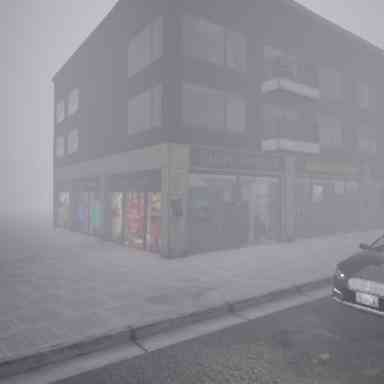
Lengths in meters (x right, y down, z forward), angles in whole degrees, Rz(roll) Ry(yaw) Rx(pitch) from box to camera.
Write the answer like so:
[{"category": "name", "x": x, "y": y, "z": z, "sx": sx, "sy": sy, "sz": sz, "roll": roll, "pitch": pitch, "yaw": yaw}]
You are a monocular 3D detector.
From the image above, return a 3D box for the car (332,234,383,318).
[{"category": "car", "x": 4.855, "y": 1.493, "z": 6.870, "sx": 4.902, "sy": 1.511, "sz": 2.128, "roll": 0, "pitch": 0, "yaw": -36}]
